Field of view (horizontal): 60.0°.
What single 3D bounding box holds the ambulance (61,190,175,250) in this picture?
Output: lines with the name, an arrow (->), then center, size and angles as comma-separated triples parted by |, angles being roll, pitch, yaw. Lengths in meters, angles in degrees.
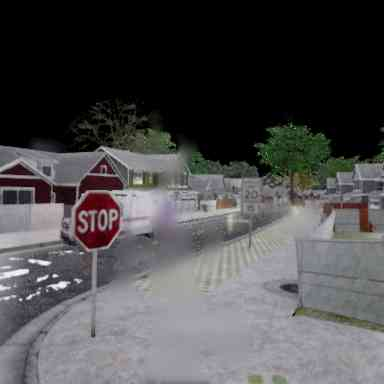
ambulance -> -3.258, 1.149, 16.074 | 2.351, 2.431, 6.366 | 2, 0, 26
